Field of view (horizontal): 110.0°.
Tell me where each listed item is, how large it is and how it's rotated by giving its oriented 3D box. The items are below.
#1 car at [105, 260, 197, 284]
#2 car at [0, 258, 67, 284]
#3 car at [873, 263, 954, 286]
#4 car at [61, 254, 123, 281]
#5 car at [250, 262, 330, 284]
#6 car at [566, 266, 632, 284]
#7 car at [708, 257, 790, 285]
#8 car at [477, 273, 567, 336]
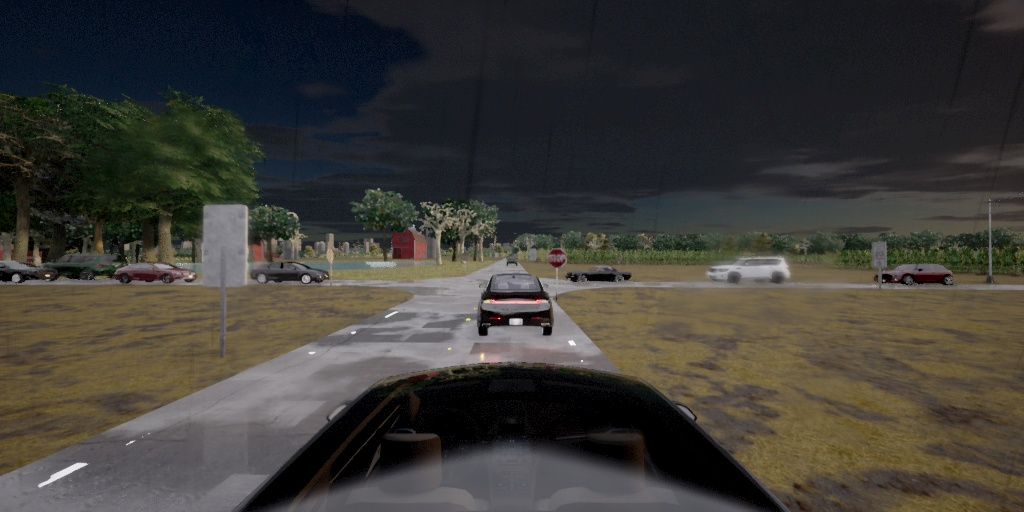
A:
[{"bbox_3d":[-24.573,1.151,24.801,4.674,1.442,1.812,0,-1,0],"label":"car"},{"bbox_3d":[-34.631,1.085,24.808,5.008,1.535,1.882,0,-1,0],"label":"car"},{"bbox_3d":[30.960,1.354,27.768,4.553,1.767,2.097,1,-1,0],"label":"car"},{"bbox_3d":[-33.275,0.881,27.756,5.566,2.045,2.150,0,-1,0],"label":"car"},{"bbox_3d":[-15.287,1.163,24.859,4.892,1.490,1.837,0,-1,-2],"label":"car"},{"bbox_3d":[6.424,1.407,27.070,4.718,1.301,1.895,1,-1,-10],"label":"car"},{"bbox_3d":[18.293,1.116,27.770,5.566,2.045,2.150,0,-1,0],"label":"car"},{"bbox_3d":[0.059,1.243,10.360,2.128,1.511,4.902,0,0,-1],"label":"car"}]
